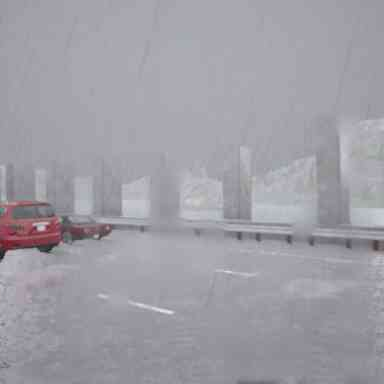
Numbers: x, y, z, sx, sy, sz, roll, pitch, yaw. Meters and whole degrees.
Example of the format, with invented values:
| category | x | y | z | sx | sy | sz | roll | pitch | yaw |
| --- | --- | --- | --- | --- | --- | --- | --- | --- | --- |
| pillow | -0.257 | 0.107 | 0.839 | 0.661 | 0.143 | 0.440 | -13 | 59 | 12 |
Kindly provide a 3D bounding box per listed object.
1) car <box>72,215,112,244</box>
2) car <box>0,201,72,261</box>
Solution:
| category | x | y | z | sx | sy | sz | roll | pitch | yaw |
| --- | --- | --- | --- | --- | --- | --- | --- | --- | --- |
| car | -6.270 | 1.760 | 16.326 | 4.718 | 1.301 | 1.895 | -1 | 0 | 31 |
| car | -7.544 | 1.374 | 13.010 | 5.566 | 2.045 | 2.150 | 0 | 0 | 31 |
